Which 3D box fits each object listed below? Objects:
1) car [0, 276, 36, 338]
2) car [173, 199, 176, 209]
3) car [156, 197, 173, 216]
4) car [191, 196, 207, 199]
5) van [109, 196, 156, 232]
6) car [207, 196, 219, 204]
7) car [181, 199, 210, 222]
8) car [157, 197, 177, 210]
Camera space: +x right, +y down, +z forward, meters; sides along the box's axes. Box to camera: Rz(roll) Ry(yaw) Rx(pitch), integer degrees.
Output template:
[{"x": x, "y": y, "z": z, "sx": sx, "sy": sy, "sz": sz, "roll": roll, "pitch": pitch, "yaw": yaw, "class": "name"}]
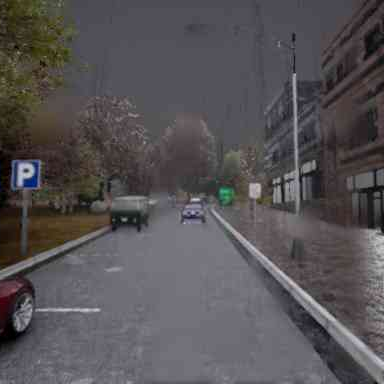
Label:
[{"x": -3.648, "y": 1.516, "z": 3.653, "sx": 2.163, "sy": 1.488, "sz": 4.792, "roll": 0, "pitch": 0, "yaw": 2, "class": "car"}, {"x": -3.414, "y": 1.302, "z": 37.420, "sx": 2.185, "sy": 1.767, "sz": 4.553, "roll": -1, "pitch": 1, "yaw": 2, "class": "car"}, {"x": -3.413, "y": 1.457, "z": 31.711, "sx": 2.231, "sy": 1.521, "sz": 4.892, "roll": 0, "pitch": 0, "yaw": 2, "class": "car"}, {"x": 0.586, "y": 1.413, "z": 42.887, "sx": 1.812, "sy": 1.442, "sz": 4.674, "roll": 0, "pitch": 0, "yaw": 5, "class": "car"}, {"x": -3.633, "y": 1.260, "z": 20.458, "sx": 1.878, "sy": 1.987, "sz": 4.442, "roll": 1, "pitch": 0, "yaw": 2, "class": "van"}, {"x": 3.392, "y": 1.481, "z": 64.673, "sx": 2.231, "sy": 1.521, "sz": 4.892, "roll": -2, "pitch": -1, "yaw": 29, "class": "car"}, {"x": 0.091, "y": 1.534, "z": 26.125, "sx": 2.033, "sy": 1.411, "sz": 5.357, "roll": 0, "pitch": 0, "yaw": 0, "class": "car"}, {"x": -3.174, "y": 1.402, "z": 43.122, "sx": 2.097, "sy": 1.535, "sz": 5.008, "roll": 0, "pitch": 0, "yaw": 2, "class": "car"}]
